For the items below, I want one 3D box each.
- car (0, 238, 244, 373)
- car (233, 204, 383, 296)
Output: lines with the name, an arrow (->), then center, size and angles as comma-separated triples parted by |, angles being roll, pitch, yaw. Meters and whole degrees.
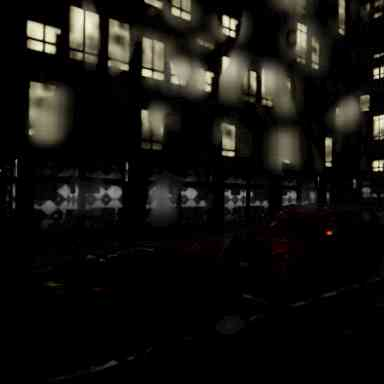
car -> -1.341, 1.573, 5.586 | 4.206, 1.307, 1.802 | 0, 1, -35
car -> 3.204, 1.283, 8.814 | 5.009, 1.841, 2.192 | 0, 1, -35
